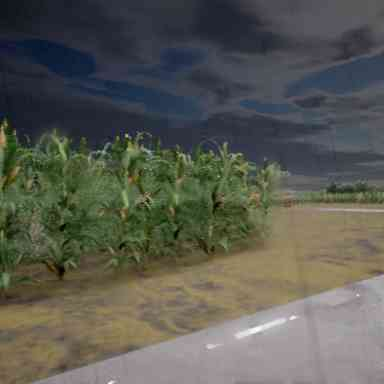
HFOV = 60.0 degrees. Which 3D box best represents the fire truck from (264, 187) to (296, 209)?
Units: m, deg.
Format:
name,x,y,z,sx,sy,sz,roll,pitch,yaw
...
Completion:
name,x,y,z,sx,sy,sz,roll,pitch,yaw
fire truck,15.173,1.097,62.221,2.891,3.827,8.468,0,-1,-35
